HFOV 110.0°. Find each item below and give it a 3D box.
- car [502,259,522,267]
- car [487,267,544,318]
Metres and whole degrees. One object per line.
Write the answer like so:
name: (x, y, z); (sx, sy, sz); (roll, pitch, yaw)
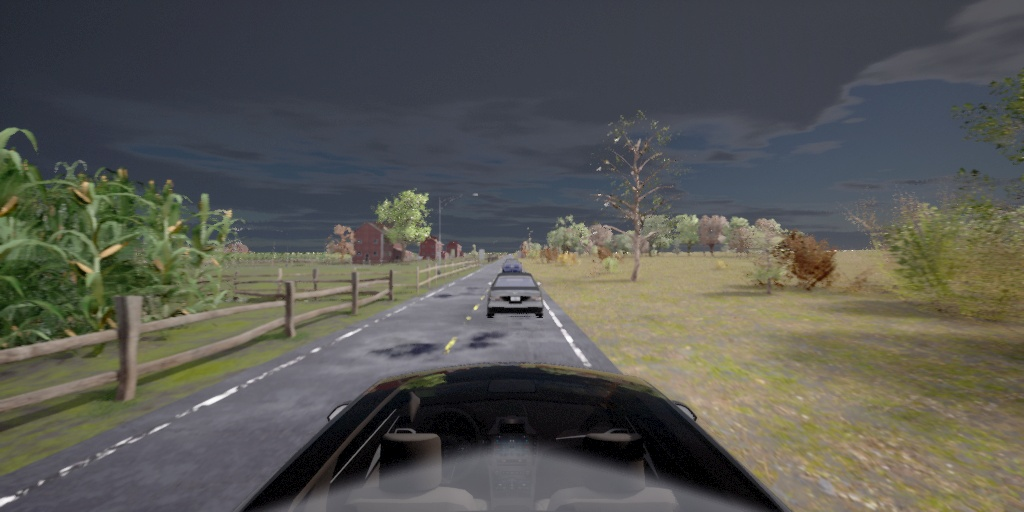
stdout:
car: (0.006, 1.056, 38.269); (2.097, 1.767, 4.553); (0, 0, 0)
car: (0.093, 1.287, 12.940); (2.033, 1.411, 5.357); (0, 0, 0)
